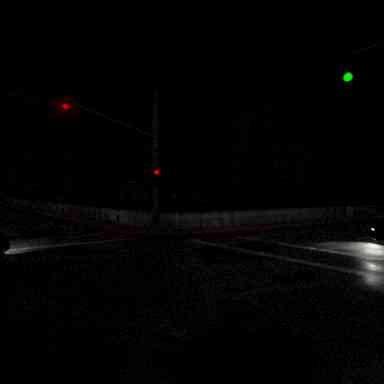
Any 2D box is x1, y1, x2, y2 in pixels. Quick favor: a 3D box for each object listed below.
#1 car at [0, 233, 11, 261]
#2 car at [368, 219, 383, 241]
[{"bbox_3d":[-6.719,1.547,9.152,2.033,1.411,5.357,0,0,-13],"label":"car"},{"bbox_3d":[10.583,1.561,15.819,5.357,1.411,2.033,0,0,-35],"label":"car"}]
